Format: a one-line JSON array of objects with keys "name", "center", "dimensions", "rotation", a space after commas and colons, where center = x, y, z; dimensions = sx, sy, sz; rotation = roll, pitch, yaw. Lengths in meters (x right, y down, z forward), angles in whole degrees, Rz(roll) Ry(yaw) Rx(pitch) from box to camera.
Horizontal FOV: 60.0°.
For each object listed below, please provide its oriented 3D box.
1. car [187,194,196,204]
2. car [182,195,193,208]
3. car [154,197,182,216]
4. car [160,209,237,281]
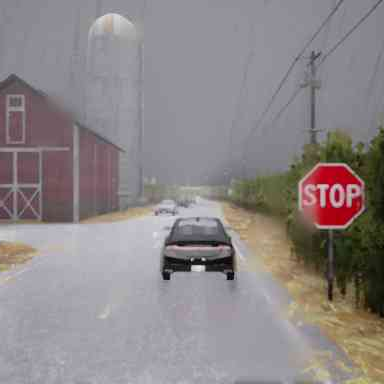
[{"name": "car", "center": [-0.434, 1.223, 59.657], "dimensions": [2.097, 1.767, 4.553], "rotation": [0, 0, 3]}, {"name": "car", "center": [-1.439, 1.449, 45.397], "dimensions": [2.033, 1.411, 5.357], "rotation": [0, 0, 5]}, {"name": "car", "center": [-2.382, 1.456, 32.069], "dimensions": [1.812, 1.442, 4.674], "rotation": [0, 0, 4]}, {"name": "car", "center": [0.176, 1.470, 9.783], "dimensions": [2.128, 1.511, 4.902], "rotation": [0, 0, 1]}]
